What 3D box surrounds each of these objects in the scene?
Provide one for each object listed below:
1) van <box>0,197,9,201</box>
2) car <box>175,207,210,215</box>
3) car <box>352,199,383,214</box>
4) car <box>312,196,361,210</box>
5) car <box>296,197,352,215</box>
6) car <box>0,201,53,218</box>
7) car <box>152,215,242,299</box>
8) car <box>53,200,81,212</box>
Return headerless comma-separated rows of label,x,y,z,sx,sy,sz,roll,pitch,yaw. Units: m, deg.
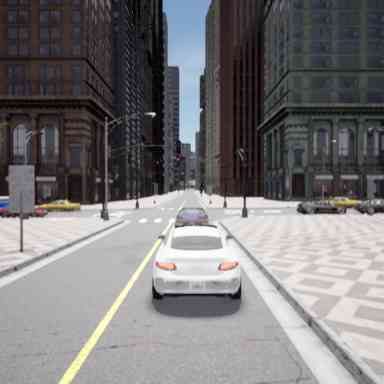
van,-20.977,1.458,38.673,3.998,1.788,1.690,-1,1,0
car,0.021,1.534,17.878,2.033,1.411,5.357,0,0,1
car,17.049,1.343,30.094,4.403,1.369,2.008,-1,1,0
car,16.716,1.234,38.619,4.829,1.417,1.752,-1,1,0
car,11.670,1.419,30.103,4.313,1.339,1.947,-1,1,0
car,-15.298,1.729,30.145,4.206,1.307,1.802,-1,1,0
car,0.096,1.522,8.288,1.812,1.442,4.674,0,0,0
car,-15.465,1.587,38.669,4.829,1.417,1.752,-1,1,0
